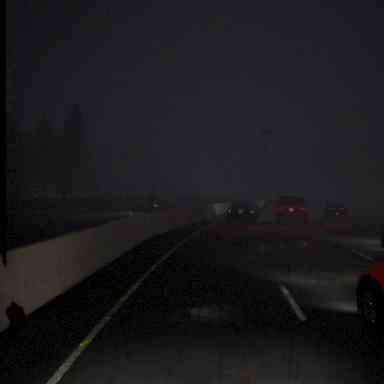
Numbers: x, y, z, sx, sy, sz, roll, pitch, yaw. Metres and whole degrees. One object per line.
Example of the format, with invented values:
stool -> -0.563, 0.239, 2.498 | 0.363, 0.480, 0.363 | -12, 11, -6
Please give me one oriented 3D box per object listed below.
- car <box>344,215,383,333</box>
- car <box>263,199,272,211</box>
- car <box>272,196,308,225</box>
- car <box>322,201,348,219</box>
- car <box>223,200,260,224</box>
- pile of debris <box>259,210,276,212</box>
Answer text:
car -> 3.865, 1.372, 3.959 | 2.097, 1.767, 4.553 | 0, 0, 2
car -> 10.187, 1.604, 41.376 | 1.837, 1.490, 4.892 | 0, -1, 26
car -> 7.461, 1.289, 25.041 | 2.150, 2.045, 5.566 | 0, 0, 16
car -> 12.653, 1.584, 29.506 | 2.128, 1.511, 4.902 | 0, 0, 20
car -> 3.959, 1.408, 25.279 | 2.097, 1.767, 4.553 | 0, 0, 16
pile of debris -> 8.956, 2.272, 39.410 | 1.500, 0.140, 1.860 | 0, 0, 25
